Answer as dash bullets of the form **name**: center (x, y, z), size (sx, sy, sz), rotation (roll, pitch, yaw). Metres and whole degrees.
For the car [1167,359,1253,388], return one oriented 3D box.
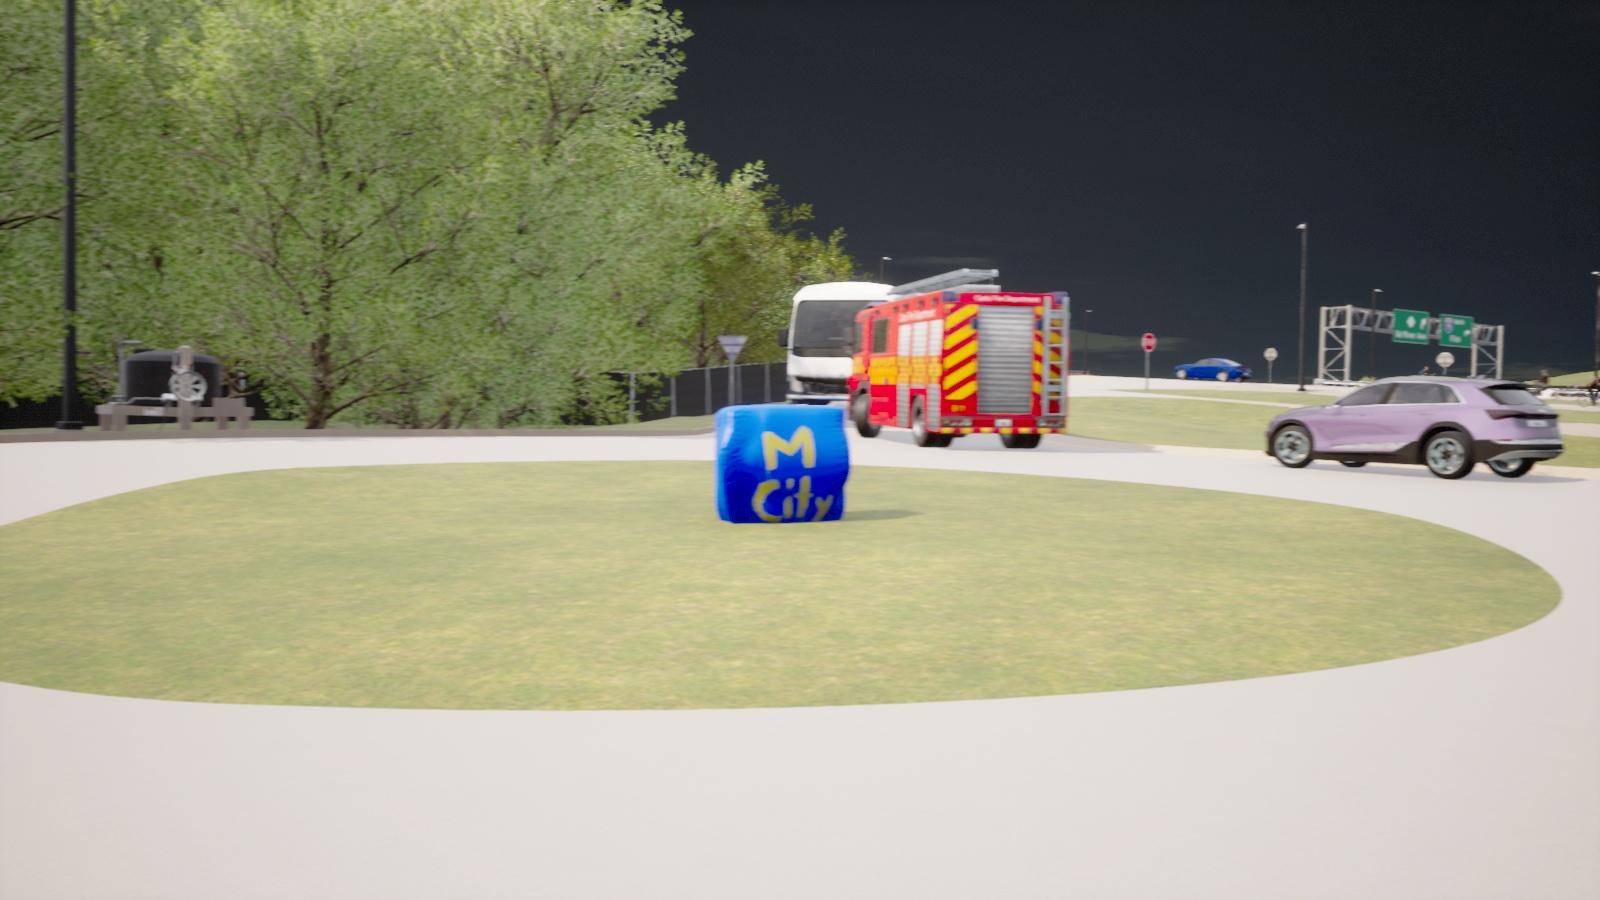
- **car**: center (26.307, -4.949, 80.732), size (1.882, 1.535, 5.008), rotation (0, 6, -38)

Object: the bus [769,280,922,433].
- **bus**: center (1.741, -3.225, 40.599), size (3.944, 4.253, 10.273), rotation (1, 7, 7)

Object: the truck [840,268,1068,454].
- **truck**: center (3.373, -2.071, 30.435), size (2.891, 3.827, 8.468), rotation (0, 3, -11)

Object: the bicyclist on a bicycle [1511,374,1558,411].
- **bicyclist on a bicycle**: center (37.945, -2.994, 64.884), size (0.659, 1.776, 1.843), rotation (0, 6, -34)

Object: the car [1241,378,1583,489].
- **car**: center (10.141, -0.349, 21.280), size (2.033, 1.649, 4.856), rotation (0, 2, -30)
